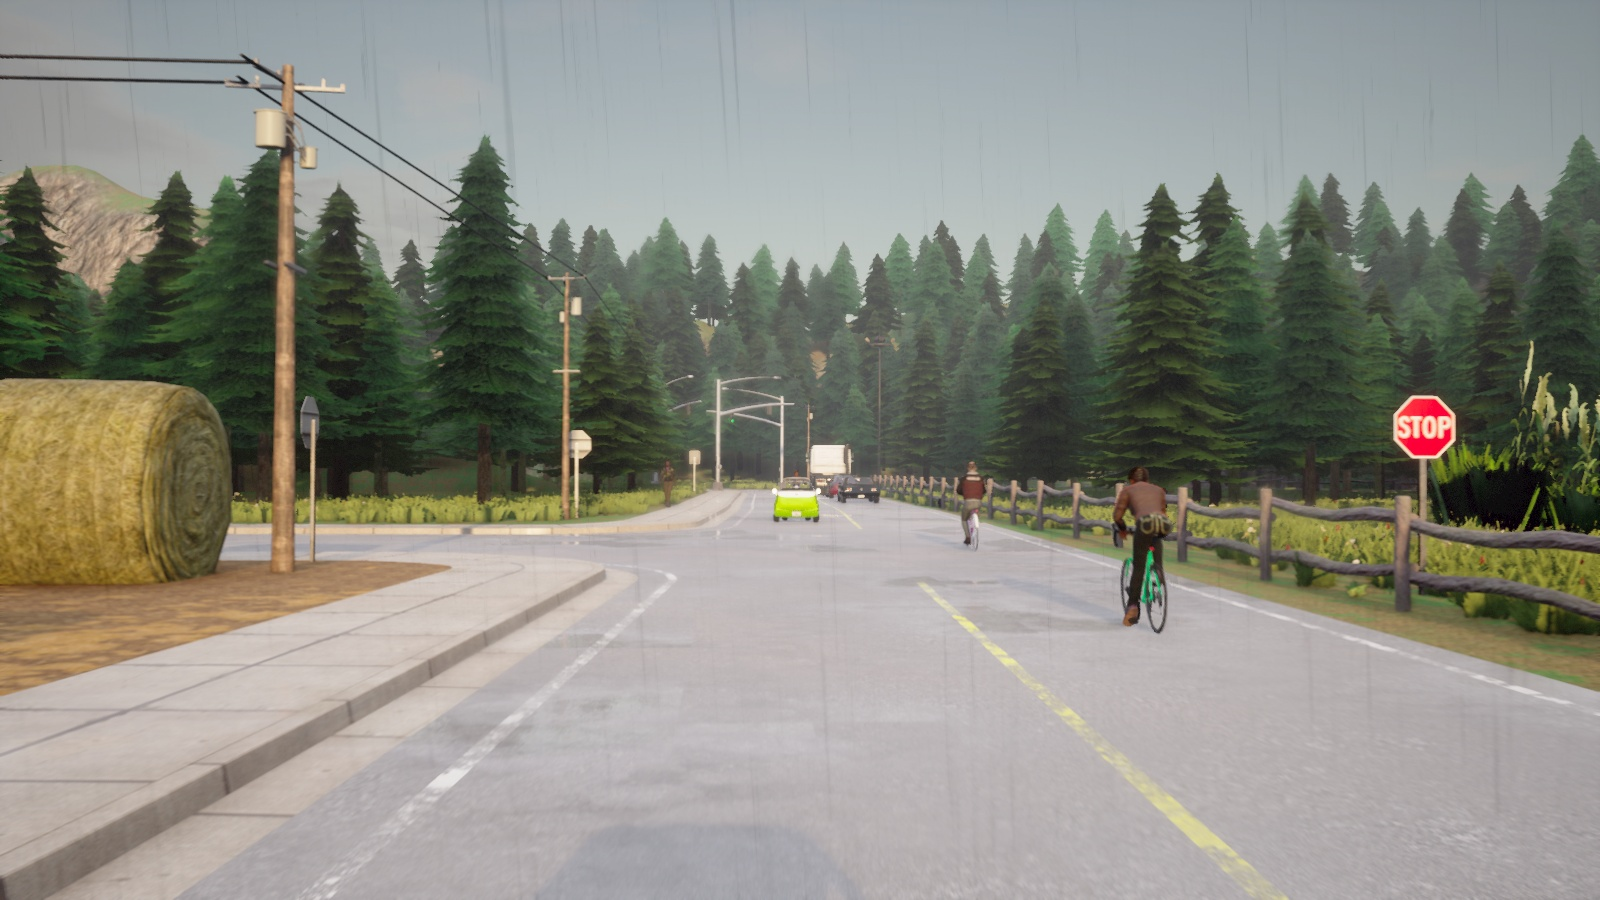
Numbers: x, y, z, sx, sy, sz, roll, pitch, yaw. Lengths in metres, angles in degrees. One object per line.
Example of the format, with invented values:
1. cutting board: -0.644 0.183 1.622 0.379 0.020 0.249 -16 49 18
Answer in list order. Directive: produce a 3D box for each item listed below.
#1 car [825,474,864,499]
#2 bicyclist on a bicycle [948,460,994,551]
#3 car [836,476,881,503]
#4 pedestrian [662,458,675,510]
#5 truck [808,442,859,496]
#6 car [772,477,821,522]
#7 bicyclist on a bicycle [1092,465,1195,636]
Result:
1. car: 2.600 2.111 73.768 1.994 1.385 4.181 0 -1 -2
2. bicyclist on a bicycle: 3.437 1.100 25.344 0.659 1.776 1.843 0 -1 0
3. car: 2.922 1.969 63.192 1.895 1.301 4.718 0 -1 -2
4. pedestrian: -4.924 1.281 46.996 0.395 1.930 0.692 0 -1 3
5. truck: 2.215 1.258 85.050 2.891 3.462 7.936 0 -1 -3
6. car: -0.097 1.524 39.073 1.481 1.376 2.207 0 -1 0
7. bicyclist on a bicycle: 3.468 0.967 12.793 0.582 1.620 1.656 0 -1 0
